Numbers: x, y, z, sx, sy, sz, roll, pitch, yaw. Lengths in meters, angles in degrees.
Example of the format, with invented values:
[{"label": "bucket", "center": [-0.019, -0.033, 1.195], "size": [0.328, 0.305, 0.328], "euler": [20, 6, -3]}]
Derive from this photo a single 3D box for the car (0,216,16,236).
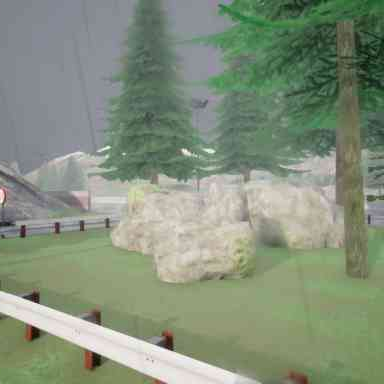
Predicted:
[{"label": "car", "center": [-10.814, 1.357, 15.586], "size": [5.357, 1.411, 2.033], "euler": [0, 0, 21]}]
